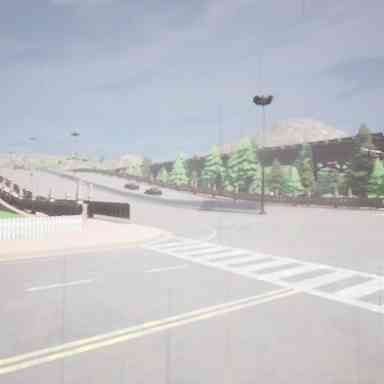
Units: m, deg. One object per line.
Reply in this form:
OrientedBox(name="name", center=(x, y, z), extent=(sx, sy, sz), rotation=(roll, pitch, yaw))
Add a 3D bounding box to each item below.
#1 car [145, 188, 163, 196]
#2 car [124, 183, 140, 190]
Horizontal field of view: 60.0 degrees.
OrientedBox(name="car", center=(-7.481, -0.158, 65.549), extent=(1.812, 1.442, 4.674), rotation=(0, 7, -37))
OrientedBox(name="car", center=(-13.171, -1.335, 72.977), extent=(2.128, 1.511, 4.902), rotation=(0, 7, -37))
